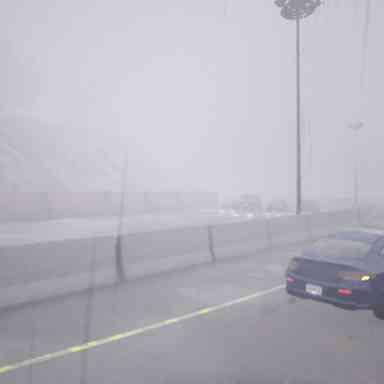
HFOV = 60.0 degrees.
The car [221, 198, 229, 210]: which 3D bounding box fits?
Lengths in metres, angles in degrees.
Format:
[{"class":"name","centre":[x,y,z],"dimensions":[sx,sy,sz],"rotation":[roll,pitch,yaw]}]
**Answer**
[{"class":"car","centre":[5.243,1.585,44.698],"dimensions":[1.812,1.442,4.674],"rotation":[0,0,21]}]

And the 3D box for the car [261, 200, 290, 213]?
[{"class":"car","centre":[9.786,1.566,37.645],"dimensions":[2.033,1.411,5.357],"rotation":[0,0,26]}]

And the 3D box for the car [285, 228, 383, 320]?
[{"class":"car","centre":[3.874,1.520,7.268],"dimensions":[4.674,1.442,1.812],"rotation":[0,0,-40]}]

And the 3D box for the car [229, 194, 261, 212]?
[{"class":"car","centre":[6.633,1.261,39.205],"dimensions":[2.150,2.045,5.566],"rotation":[0,0,26]}]

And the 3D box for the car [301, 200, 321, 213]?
[{"class":"car","centre":[13.064,1.562,36.619],"dimensions":[1.994,1.385,4.181],"rotation":[0,0,25]}]
